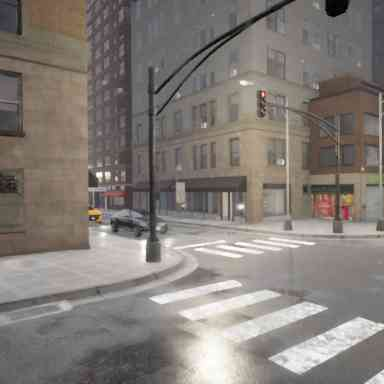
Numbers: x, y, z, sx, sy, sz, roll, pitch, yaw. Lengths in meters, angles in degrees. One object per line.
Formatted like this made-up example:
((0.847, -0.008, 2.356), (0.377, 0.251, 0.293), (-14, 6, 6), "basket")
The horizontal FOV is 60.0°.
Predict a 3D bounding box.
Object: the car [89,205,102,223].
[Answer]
((-8.939, 1.730, 26.976), (1.882, 1.535, 5.008), (-1, 0, -37), "car")

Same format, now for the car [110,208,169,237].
((-3.223, 1.694, 19.473), (1.812, 1.442, 4.674), (-1, 0, -38), "car")
